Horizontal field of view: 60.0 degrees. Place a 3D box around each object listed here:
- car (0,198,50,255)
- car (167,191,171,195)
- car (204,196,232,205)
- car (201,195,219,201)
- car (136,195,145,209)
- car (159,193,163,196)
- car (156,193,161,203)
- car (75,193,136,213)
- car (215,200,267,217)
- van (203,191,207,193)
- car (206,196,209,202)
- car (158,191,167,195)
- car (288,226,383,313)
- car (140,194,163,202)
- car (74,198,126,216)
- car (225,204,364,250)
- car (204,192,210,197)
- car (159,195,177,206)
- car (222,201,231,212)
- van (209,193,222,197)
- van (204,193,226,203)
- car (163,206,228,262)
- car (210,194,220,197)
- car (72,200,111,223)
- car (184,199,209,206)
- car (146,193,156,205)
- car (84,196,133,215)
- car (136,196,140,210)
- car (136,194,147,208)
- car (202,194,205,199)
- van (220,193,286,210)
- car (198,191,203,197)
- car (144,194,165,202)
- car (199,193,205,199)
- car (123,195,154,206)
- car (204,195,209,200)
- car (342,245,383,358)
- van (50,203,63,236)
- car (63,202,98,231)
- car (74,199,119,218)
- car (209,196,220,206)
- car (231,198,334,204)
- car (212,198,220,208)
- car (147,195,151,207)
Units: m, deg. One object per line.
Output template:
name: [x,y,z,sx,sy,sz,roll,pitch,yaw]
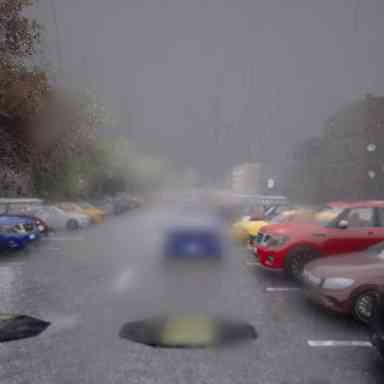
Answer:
car: [-8.511,1.250,11.969,5.566,2.045,2.435,0,0,0]
car: [-8.567,1.130,81.593,5.566,2.045,2.435,0,0,0]
car: [4.547,1.443,59.324,4.892,1.521,2.231,0,0,0]
car: [4.526,1.414,84.232,4.674,1.452,2.002,-1,0,0]
car: [-8.534,1.482,39.818,5.008,1.535,2.097,0,0,0]
car: [-8.544,1.434,62.099,5.008,1.535,2.097,0,0,0]
car: [-8.509,1.471,59.313,4.792,1.488,2.163,0,0,0]
car: [-8.511,1.241,31.464,5.566,2.045,2.435,0,0,0]
car: [4.538,1.533,31.491,4.674,1.452,2.002,0,0,0]
van: [4.658,1.209,62.107,4.442,1.987,1.878,0,0,0]
car: [4.570,1.507,42.624,4.792,1.488,2.163,0,0,0]
car: [-8.567,1.168,67.543,5.566,2.045,2.435,0,0,0]
car: [4.543,1.543,6.441,4.674,1.452,2.002,0,0,0]
car: [-8.508,1.286,70.453,4.553,1.767,2.185,0,0,0]
car: [-8.568,1.524,28.677,4.792,1.488,2.163,0,0,0]
car: [4.355,1.498,14.790,5.366,1.575,1.946,0,0,0]
car: [4.572,1.337,50.973,4.553,1.767,2.185,0,0,0]
car: [-3.578,1.579,52.643,1.895,1.301,4.718,0,0,0]
car: [4.534,1.501,20.357,4.892,1.521,2.231,0,0,0]
van: [4.658,1.256,39.778,4.442,1.987,1.878,0,0,0]
van: [4.657,1.194,67.549,4.442,1.987,1.878,0,0,0]
car: [0.054,1.499,12.255,1.882,1.535,5.008,0,0,1]
car: [4.572,1.360,37.057,4.553,1.767,2.185,0,0,0]
car: [-8.545,1.498,23.109,5.008,1.535,2.097,0,0,0]
car: [0.045,1.563,26.527,2.033,1.411,5.357,0,0,1]
car: [-8.511,1.216,48.174,5.566,2.045,2.435,0,0,0]
car: [-8.508,1.363,34.248,4.553,1.767,2.185,0,0,0]
car: [-8.542,1.525,37.034,4.674,1.452,2.002,0,0,0]
car: [-8.507,1.352,42.602,4.553,1.767,2.185,0,0,0]
car: [4.535,1.457,53.758,4.892,1.521,2.231,0,0,0]
van: [4.424,1.272,23.140,4.442,1.987,1.878,0,0,0]
car: [4.569,1.176,64.890,5.566,2.045,2.435,0,0,0]
car: [-8.570,1.271,75.898,4.553,1.767,2.185,0,0,0]
car: [4.355,1.446,56.541,5.366,1.575,1.946,0,0,0]
car: [-8.570,1.330,53.744,4.553,1.767,2.185,0,0,0]
car: [4.538,1.507,48.191,4.674,1.452,2.002,0,0,0]
car: [4.570,1.529,3.655,4.792,1.488,2.163,0,0,0]
van: [-8.423,1.275,14.754,4.442,1.987,1.878,0,0,0]
car: [-8.542,1.540,20.324,4.674,1.452,2.002,0,0,0]
car: [-8.546,1.497,25.894,4.892,1.521,2.231,0,0,0]
car: [4.726,1.486,34.274,5.366,1.575,1.946,0,0,0]
car: [4.572,1.375,17.448,4.553,1.767,2.185,0,0,0]
car: [4.546,1.494,28.707,5.008,1.535,2.097,0,0,0]
car: [-8.544,1.472,45.388,5.008,1.535,2.097,0,0,0]
